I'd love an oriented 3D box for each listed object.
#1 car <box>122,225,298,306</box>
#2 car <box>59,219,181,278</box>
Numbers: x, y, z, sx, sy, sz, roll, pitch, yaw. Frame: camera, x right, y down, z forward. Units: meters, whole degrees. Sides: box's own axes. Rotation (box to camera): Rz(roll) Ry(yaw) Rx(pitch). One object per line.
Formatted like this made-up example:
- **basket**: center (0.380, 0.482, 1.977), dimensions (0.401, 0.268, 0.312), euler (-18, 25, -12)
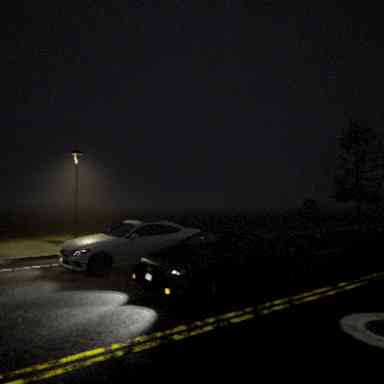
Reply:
- **car**: center (0.700, 1.641, 8.219), dimensions (4.181, 1.385, 1.994), euler (1, -1, -36)
- **car**: center (-1.692, 1.598, 10.496), dimensions (4.674, 1.442, 1.812), euler (1, -1, -36)
